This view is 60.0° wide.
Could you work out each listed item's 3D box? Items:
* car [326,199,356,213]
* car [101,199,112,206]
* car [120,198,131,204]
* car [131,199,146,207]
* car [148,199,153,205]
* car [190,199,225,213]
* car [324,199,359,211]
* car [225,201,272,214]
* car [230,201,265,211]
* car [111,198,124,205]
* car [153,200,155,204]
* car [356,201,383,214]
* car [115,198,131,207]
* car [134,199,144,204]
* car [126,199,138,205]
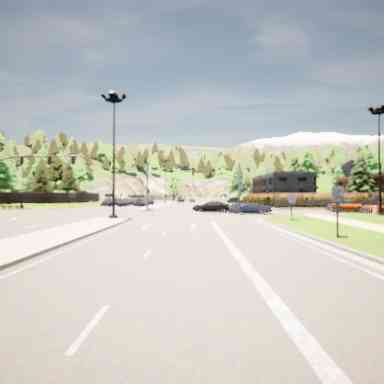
[{"bbox_3d":[20.687,1.916,45.229,4.553,1.767,2.097,0,-1,-1],"label":"car"},{"bbox_3d":[-18.481,2.261,73.036,2.097,1.767,4.553,0,-1,0],"label":"car"},{"bbox_3d":[-18.476,2.510,93.078,2.097,1.767,4.553,0,-1,0],"label":"car"},{"bbox_3d":[-11.481,2.261,72.949,2.097,1.767,4.553,0,-1,0],"label":"car"},{"bbox_3d":[-11.479,2.610,81.772,1.895,1.301,4.718,0,-1,0],"label":"car"},{"bbox_3d":[2.591,2.038,45.046,5.008,1.535,1.882,0,-1,-1],"label":"car"},{"bbox_3d":[23.498,2.003,52.252,4.553,1.767,2.097,0,-1,0],"label":"car"},{"bbox_3d":[7.203,2.065,41.591,5.357,1.411,2.033,0,-1,-1],"label":"car"},{"bbox_3d":[8.867,2.204,52.808,5.357,1.411,2.033,0,-1,14],"label":"car"},{"bbox_3d":[-18.478,2.383,82.852,2.097,1.767,4.553,0,-1,0],"label":"car"},{"bbox_3d":[-11.476,2.685,92.254,2.033,1.411,5.357,0,-1,0],"label":"car"},{"bbox_3d":[23.745,1.873,41.760,4.553,1.767,2.097,0,-1,-1],"label":"car"},{"bbox_3d":[-14.981,2.449,73.235,2.033,1.411,5.357,0,-1,0],"label":"car"},{"bbox_3d":[-14.975,2.702,93.672,2.033,1.411,5.357,0,-1,0],"label":"car"},{"bbox_3d":[-14.978,2.573,83.261,2.033,1.411,5.357,0,-1,0],"label":"car"}]
